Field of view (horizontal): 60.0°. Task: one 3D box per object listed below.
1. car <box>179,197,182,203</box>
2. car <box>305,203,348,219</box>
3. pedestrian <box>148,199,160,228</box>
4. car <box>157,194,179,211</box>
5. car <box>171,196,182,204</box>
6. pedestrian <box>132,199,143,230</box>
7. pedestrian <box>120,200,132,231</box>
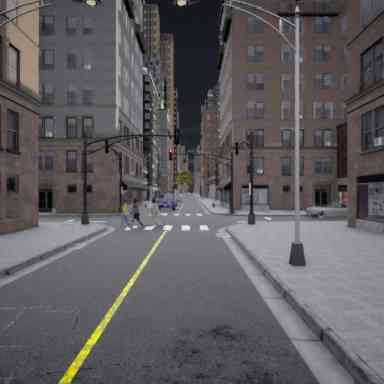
[{"bbox_3d":[-3.137,1.569,52.194,2.033,1.411,5.357,0,0,0],"label":"car"},{"bbox_3d":[12.323,1.593,28.645,4.718,1.301,1.895,0,0,0],"label":"car"},{"bbox_3d":[-2.319,1.298,20.471,0.375,1.860,0.375,0,0,0],"label":"pedestrian"},{"bbox_3d":[-3.138,1.237,41.547,2.150,2.045,5.566,0,0,-1],"label":"car"},{"bbox_3d":[-3.064,1.595,67.296,1.994,1.385,4.181,0,0,0],"label":"car"},{"bbox_3d":[-3.308,1.298,19.793,0.375,1.860,0.375,0,0,0],"label":"pedestrian"},{"bbox_3d":[-3.823,1.298,19.255,0.375,1.860,0.375,0,0,0],"label":"pedestrian"}]
